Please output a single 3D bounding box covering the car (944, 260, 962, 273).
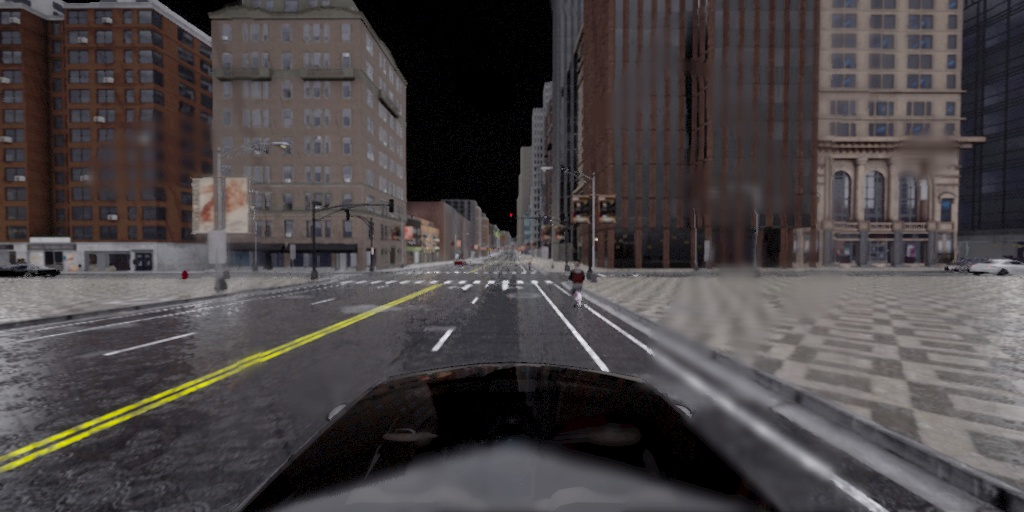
[{"bbox_3d":[44.564,0.931,34.401,4.902,1.511,2.128,0,1,0],"label":"car"}]

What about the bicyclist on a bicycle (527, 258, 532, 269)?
[{"bbox_3d":[2.457,1.063,49.558,0.866,1.612,1.509,0,0,-2],"label":"bicyclist on a bicycle"}]

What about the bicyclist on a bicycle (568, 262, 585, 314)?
[{"bbox_3d":[2.278,1.085,12.730,0.659,1.776,1.843,0,0,0],"label":"bicyclist on a bicycle"}]

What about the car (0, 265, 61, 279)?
[{"bbox_3d":[-44.212,1.425,32.515,4.718,1.301,1.895,0,1,1],"label":"car"}]

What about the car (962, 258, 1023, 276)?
[{"bbox_3d":[43.048,1.032,31.320,4.674,1.442,1.812,0,1,0],"label":"car"}]
